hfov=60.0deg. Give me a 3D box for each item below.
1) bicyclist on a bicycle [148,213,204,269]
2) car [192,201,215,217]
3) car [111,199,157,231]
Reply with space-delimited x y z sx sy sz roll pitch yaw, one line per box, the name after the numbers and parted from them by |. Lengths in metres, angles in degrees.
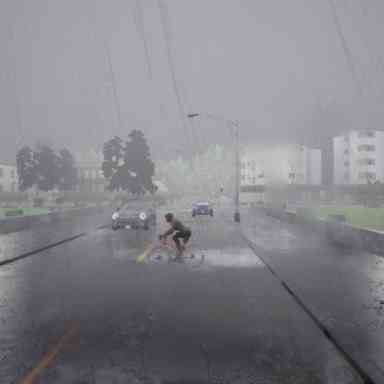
-0.487 1.447 9.746 1.656 1.620 0.582 -2 0 2 | bicyclist on a bicycle
1.007 1.525 31.132 1.812 1.442 4.674 0 0 2 | car
-3.476 1.351 20.648 2.097 1.767 4.553 0 0 2 | car
